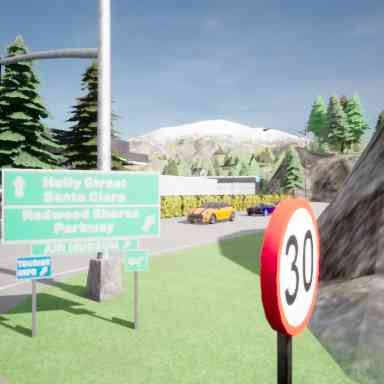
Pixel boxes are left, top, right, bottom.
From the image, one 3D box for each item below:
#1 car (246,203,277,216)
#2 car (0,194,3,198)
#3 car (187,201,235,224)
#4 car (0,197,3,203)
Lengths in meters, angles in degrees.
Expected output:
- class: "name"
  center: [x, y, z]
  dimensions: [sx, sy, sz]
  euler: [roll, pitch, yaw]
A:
- class: "car"
  center: [7.491, 1.796, 34.830]
  dimensions: [1.895, 1.301, 4.718]
  euler: [0, 0, 36]
- class: "car"
  center: [-38.655, 1.508, 69.942]
  dimensions: [4.514, 1.523, 2.007]
  euler: [0, 0, 35]
- class: "car"
  center: [1.588, 1.547, 26.702]
  dimensions: [2.097, 1.767, 4.553]
  euler: [0, 0, 36]
- class: "car"
  center: [-12.396, 1.511, 26.034]
  dimensions: [1.905, 1.878, 3.866]
  euler: [0, 0, 35]
